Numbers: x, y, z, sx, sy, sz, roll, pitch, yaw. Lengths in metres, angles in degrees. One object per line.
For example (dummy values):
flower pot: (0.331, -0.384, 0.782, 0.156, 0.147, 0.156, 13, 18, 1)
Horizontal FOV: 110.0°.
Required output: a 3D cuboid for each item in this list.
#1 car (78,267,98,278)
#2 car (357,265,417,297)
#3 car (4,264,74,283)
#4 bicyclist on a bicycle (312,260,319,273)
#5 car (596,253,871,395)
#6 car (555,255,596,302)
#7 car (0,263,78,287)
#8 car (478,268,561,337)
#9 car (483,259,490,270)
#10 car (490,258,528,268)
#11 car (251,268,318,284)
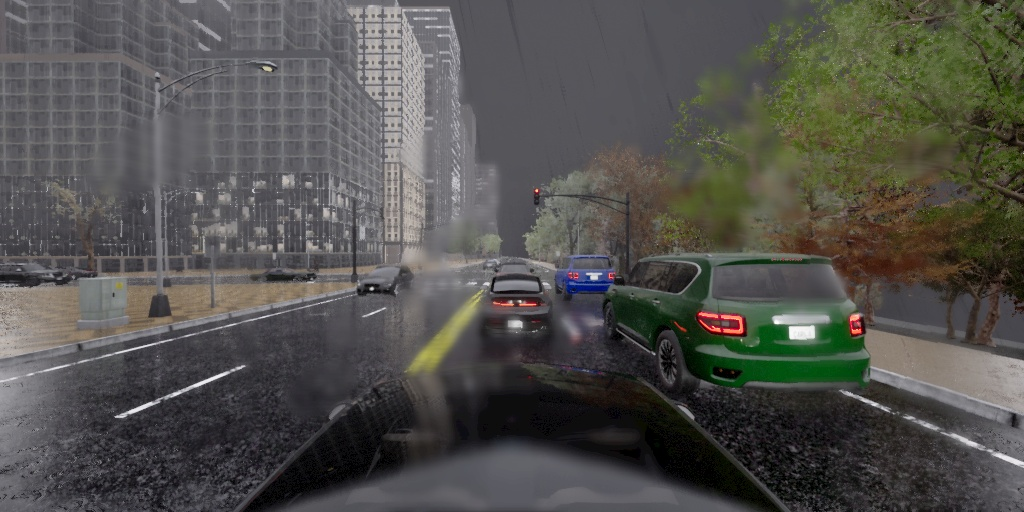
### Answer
car: (-50.146, 1.972, 40.747, 4.892, 1.490, 1.837, -1, 0, 1)
car: (-6.435, 1.251, 18.944, 1.837, 1.490, 4.892, 1, 0, 1)
car: (-49.395, 1.835, 37.505, 4.553, 1.767, 2.097, -1, 0, 1)
bicyclist on a bicycle: (-24.557, 1.328, 44.776, 0.582, 1.620, 1.656, -1, 1, 0)
car: (3.344, 0.971, 6.770, 2.150, 2.045, 5.566, 0, 0, 1)
car: (3.348, 0.969, 17.128, 2.150, 2.045, 5.566, 0, 0, 1)
car: (-41.626, 1.639, 30.811, 5.566, 2.045, 2.150, -1, 1, 1)
car: (0.111, 1.253, 10.238, 1.837, 1.490, 4.892, 0, 0, 0)
car: (-3.228, 1.233, 53.629, 2.128, 1.511, 4.902, 0, 0, 0)
car: (0.116, 1.099, 19.297, 2.097, 1.767, 4.553, 0, 0, 0)
car: (-19.347, 1.669, 30.654, 4.718, 1.301, 1.895, -1, 0, 0)
